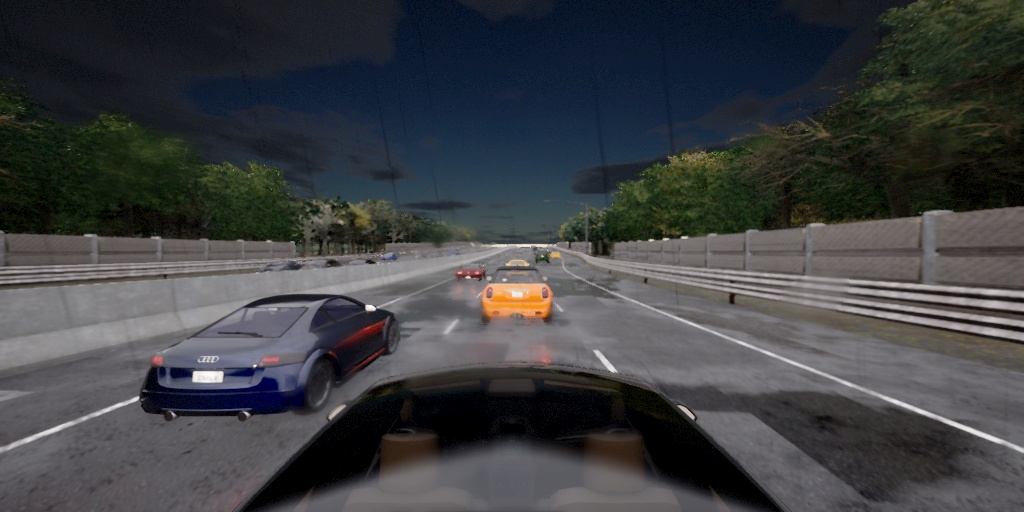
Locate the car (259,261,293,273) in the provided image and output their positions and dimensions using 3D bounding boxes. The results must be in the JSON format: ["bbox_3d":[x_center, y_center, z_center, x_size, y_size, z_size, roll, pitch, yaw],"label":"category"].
[{"bbox_3d":[-20.664,1.117,32.451,1.994,1.385,4.181,0,1,2],"label":"car"}]

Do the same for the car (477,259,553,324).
[{"bbox_3d":[0.166,1.100,12.188,2.097,1.767,4.553,0,0,0],"label":"car"}]

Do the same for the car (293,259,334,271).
[{"bbox_3d":[-17.165,1.057,32.459,1.837,1.490,4.892,0,1,2],"label":"car"}]

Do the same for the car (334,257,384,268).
[{"bbox_3d":[-13.668,1.058,32.317,1.837,1.490,4.892,0,1,2],"label":"car"}]

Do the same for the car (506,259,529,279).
[{"bbox_3d":[0.498,1.047,31.088,1.882,1.535,5.008,0,1,1],"label":"car"}]

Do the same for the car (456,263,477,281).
[{"bbox_3d":[-3.080,1.218,28.068,1.895,1.301,4.718,0,1,1],"label":"car"}]

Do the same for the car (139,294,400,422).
[{"bbox_3d":[-3.378,1.314,5.996,1.994,1.385,4.181,0,0,0],"label":"car"}]

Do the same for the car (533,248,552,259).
[{"bbox_3d":[4.954,0.100,59.333,2.150,2.045,5.566,0,2,3],"label":"car"}]
